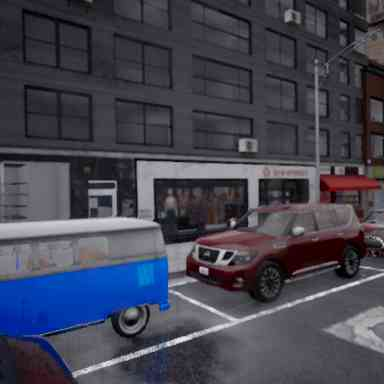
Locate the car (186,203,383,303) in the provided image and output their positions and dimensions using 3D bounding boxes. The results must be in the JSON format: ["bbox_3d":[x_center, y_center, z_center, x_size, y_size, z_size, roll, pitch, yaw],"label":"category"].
[{"bbox_3d":[2.281,1.237,8.174,5.009,1.841,2.192,-1,0,-35],"label":"car"}]

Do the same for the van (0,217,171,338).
[{"bbox_3d":[-2.266,1.330,4.930,3.998,1.788,1.690,-1,0,-35],"label":"van"}]

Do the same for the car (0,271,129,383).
[{"bbox_3d":[-2.626,1.580,1.508,4.181,1.385,1.994,-1,0,-35],"label":"car"}]
